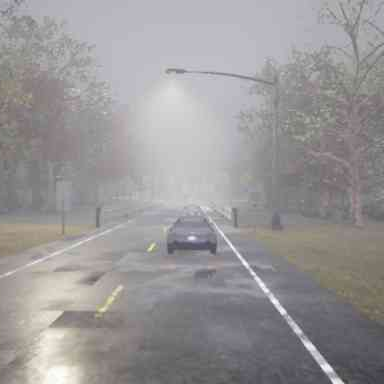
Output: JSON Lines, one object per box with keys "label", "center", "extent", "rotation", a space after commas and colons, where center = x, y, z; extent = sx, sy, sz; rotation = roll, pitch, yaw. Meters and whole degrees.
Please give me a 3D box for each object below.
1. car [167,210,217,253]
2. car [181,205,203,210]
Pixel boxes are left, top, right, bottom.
{"label": "car", "center": [0.004, 1.699, 14.288], "extent": [1.994, 1.385, 4.181], "rotation": [0, -1, 0]}
{"label": "car", "center": [0.004, 1.821, 28.987], "extent": [2.033, 1.411, 5.357], "rotation": [0, -1, 0]}
